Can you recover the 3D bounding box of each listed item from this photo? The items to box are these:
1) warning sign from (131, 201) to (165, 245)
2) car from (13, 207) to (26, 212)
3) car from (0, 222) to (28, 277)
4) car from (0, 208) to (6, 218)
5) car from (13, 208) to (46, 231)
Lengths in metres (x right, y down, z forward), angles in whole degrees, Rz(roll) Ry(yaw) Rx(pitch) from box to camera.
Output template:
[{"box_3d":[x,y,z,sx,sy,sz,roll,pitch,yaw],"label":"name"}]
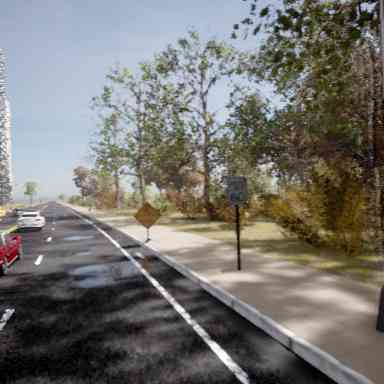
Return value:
[{"box_3d":[-2.041,1.367,15.313,1.300,1.860,1.060,-2,-1,-20],"label":"warning sign"},{"box_3d":[-27.253,3.095,52.976,2.128,1.511,4.902,-2,-1,-22],"label":"car"},{"box_3d":[-7.001,1.988,11.181,1.895,1.301,4.718,-2,-1,-19],"label":"car"},{"box_3d":[-30.161,3.173,51.514,1.882,1.535,5.008,-2,-1,-22],"label":"car"},{"box_3d":[-12.755,2.298,26.469,1.812,1.442,4.674,-2,0,-21],"label":"car"}]
